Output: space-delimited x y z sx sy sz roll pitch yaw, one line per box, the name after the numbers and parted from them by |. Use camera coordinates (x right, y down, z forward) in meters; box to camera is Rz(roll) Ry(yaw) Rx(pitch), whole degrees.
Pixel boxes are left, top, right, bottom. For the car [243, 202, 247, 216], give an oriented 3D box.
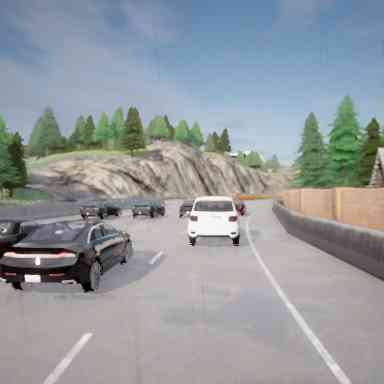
4.440 1.505 33.735 1.882 1.535 5.008 0 0 14 | car

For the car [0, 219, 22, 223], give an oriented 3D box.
-6.302 1.590 11.757 1.895 1.301 4.718 0 0 5 | car

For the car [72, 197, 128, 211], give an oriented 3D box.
-7.563 1.485 27.934 2.128 1.511 4.902 0 0 10 | car

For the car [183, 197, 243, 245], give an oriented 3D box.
1.137 1.231 15.785 2.150 2.045 5.566 0 0 7 | car

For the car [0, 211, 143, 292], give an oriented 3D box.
-2.983 1.488 8.966 2.128 1.511 4.902 0 0 4 | car

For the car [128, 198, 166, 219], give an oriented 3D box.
-3.722 1.496 29.329 2.128 1.511 4.902 0 0 12 | car

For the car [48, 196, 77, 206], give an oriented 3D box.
-21.831 1.475 56.370 1.837 1.490 4.892 0 0 19 | car

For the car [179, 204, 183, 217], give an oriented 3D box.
0.158 1.520 30.780 1.837 1.490 4.892 0 0 12 | car

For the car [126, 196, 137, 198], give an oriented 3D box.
-10.612 1.477 56.538 1.882 1.535 5.008 0 0 21 | car

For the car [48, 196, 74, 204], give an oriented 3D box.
-19.838 1.521 51.362 2.033 1.411 5.357 0 0 18 | car
